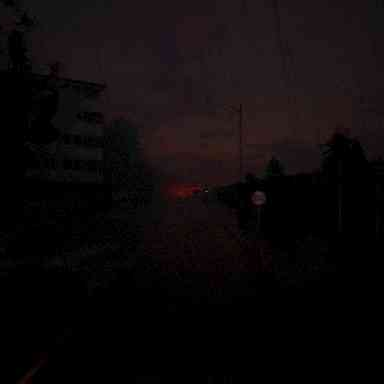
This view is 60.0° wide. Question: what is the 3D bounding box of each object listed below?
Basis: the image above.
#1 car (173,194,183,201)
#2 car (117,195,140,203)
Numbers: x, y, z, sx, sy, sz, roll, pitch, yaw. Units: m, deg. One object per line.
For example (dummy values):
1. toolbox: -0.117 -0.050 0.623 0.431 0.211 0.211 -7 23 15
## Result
1. car: -3.993 1.348 88.000 2.097 1.767 4.553 0 0 0
2. car: -13.718 1.494 71.465 4.892 1.490 1.837 0 0 0
